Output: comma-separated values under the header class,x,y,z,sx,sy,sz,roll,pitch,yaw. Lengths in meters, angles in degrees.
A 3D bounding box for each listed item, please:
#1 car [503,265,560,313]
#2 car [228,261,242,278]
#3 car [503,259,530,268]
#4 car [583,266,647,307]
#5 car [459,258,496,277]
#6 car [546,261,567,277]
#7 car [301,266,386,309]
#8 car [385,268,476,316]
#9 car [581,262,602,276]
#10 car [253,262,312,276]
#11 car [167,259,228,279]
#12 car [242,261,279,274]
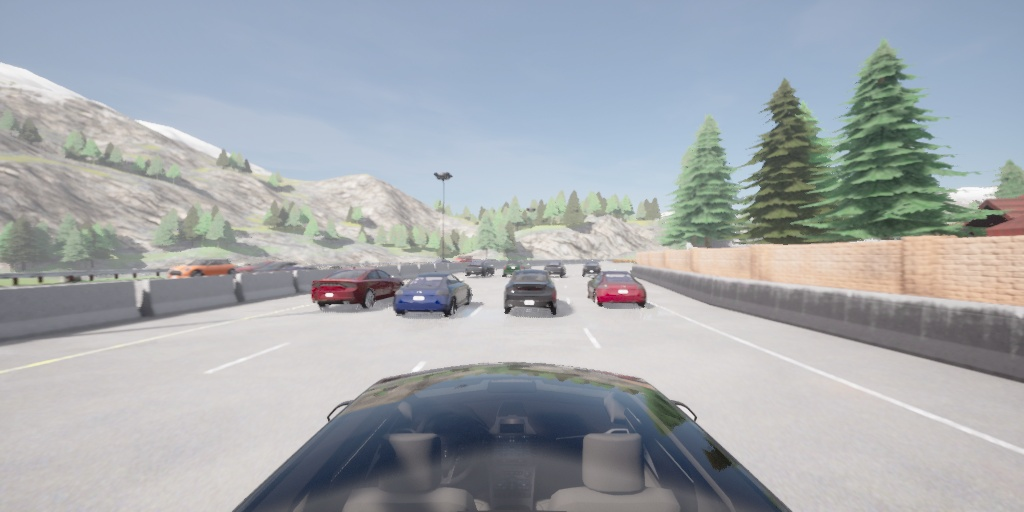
class,x,y,z,sx,sy,sz,roll,pitch,yaw
car,0.765,1.260,14.011,1.837,1.490,4.892,0,0,5
car,-21.719,1.175,31.698,1.882,1.535,5.008,0,0,10
car,0.576,1.112,34.919,2.097,1.767,4.553,0,0,13
car,4.440,1.329,15.716,1.994,1.385,4.181,0,0,6
car,-3.035,1.241,34.857,2.128,1.511,4.902,0,0,12
car,4.285,1.261,35.446,2.128,1.511,4.902,0,0,13
car,-6.172,1.214,15.000,1.882,1.535,5.008,0,0,5
car,-2.798,1.309,13.383,1.994,1.385,4.181,0,0,5
car,8.221,1.307,36.796,1.812,1.442,4.674,0,0,14
car,-15.634,1.314,25.854,1.895,1.301,4.718,0,0,9
car,-25.587,1.039,29.789,2.097,1.767,4.553,0,0,10
car,-18.643,1.210,28.961,1.837,1.490,4.892,0,0,10
